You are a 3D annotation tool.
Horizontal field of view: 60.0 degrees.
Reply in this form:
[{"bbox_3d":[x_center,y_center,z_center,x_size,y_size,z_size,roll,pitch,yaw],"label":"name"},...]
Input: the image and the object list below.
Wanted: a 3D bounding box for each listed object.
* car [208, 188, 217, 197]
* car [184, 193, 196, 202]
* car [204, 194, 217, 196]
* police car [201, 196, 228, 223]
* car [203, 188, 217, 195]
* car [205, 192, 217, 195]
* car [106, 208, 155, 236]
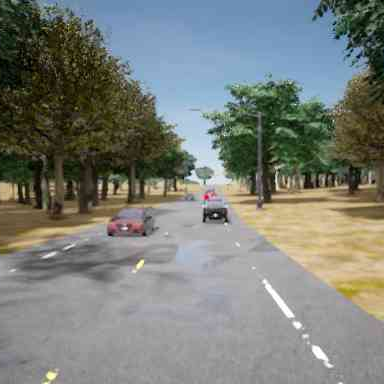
[{"bbox_3d":[5.187,0.026,84.517,2.150,2.045,5.566,0,1,5],"label":"car"},{"bbox_3d":[-0.337,0.982,59.285,1.837,1.490,4.892,0,1,5],"label":"car"},{"bbox_3d":[2.375,1.327,35.360,1.882,1.535,5.008,0,1,4],"label":"car"},{"bbox_3d":[1.753,1.375,25.548,1.930,1.638,5.238,0,0,3],"label":"police car"},{"bbox_3d":[3.215,0.686,59.395,2.150,2.045,5.566,0,1,5],"label":"car"},{"bbox_3d":[2.855,1.217,41.515,1.801,1.575,5.366,0,1,5],"label":"car"},{"bbox_3d":[-3.203,1.559,18.138,1.994,1.385,4.181,0,0,2],"label":"car"}]
